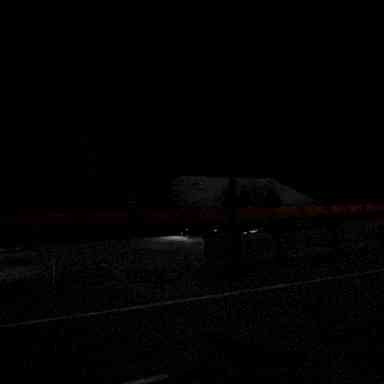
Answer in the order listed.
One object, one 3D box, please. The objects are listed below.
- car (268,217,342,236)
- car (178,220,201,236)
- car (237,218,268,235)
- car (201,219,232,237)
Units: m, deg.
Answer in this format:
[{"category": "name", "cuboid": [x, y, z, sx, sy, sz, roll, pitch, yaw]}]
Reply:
[{"category": "car", "cuboid": [7.829, 2.484, 22.166, 5.008, 1.535, 1.882, 0, -4, -28]}, {"category": "car", "cuboid": [1.462, 3.238, 30.611, 5.357, 1.411, 2.033, 0, -4, -27]}, {"category": "car", "cuboid": [5.989, 2.739, 25.140, 4.892, 1.490, 1.837, 0, -4, -28]}, {"category": "car", "cuboid": [3.594, 2.941, 27.823, 5.008, 1.535, 1.882, 0, -4, -28]}]
